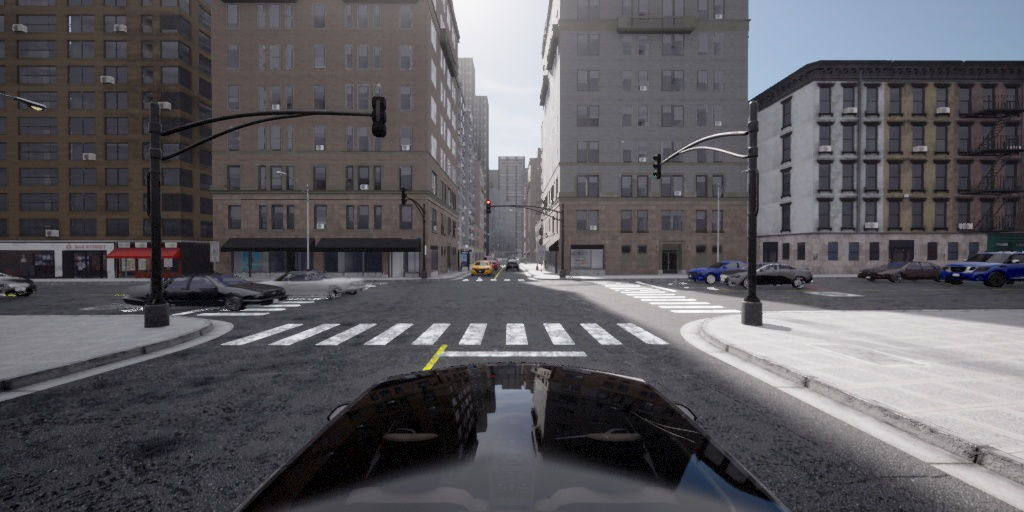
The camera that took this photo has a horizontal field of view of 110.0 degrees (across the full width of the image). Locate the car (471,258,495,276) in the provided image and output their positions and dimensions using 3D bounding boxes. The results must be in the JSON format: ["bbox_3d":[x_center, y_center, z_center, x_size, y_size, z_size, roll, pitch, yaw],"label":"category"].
[{"bbox_3d":[-3.119,1.233,37.576,1.882,1.535,5.008,0,0,0],"label":"car"}]

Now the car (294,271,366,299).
[{"bbox_3d":[-9.770,1.397,17.594,4.718,1.301,1.895,-1,0,0],"label":"car"}]

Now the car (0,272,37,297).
[{"bbox_3d":[-26.440,1.374,17.503,4.902,1.511,2.128,0,1,0],"label":"car"}]

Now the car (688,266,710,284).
[{"bbox_3d":[14.647,1.076,24.420,5.008,1.535,1.882,0,1,0],"label":"car"}]

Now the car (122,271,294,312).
[{"bbox_3d":[-12.109,1.399,14.328,5.357,1.411,2.033,0,1,0],"label":"car"}]

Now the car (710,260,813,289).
[{"bbox_3d":[14.885,1.123,21.171,4.902,1.511,2.128,0,1,0],"label":"car"}]

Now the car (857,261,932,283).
[{"bbox_3d":[26.965,1.061,24.484,5.357,1.411,2.033,0,1,0],"label":"car"}]

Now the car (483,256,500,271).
[{"bbox_3d":[-3.127,0.984,50.023,2.150,2.045,5.566,0,0,0],"label":"car"}]

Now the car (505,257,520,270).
[{"bbox_3d":[0.065,1.271,52.543,1.837,1.490,4.892,0,0,0],"label":"car"}]

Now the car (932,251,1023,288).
[{"bbox_3d":[29.061,0.757,21.240,5.566,2.045,2.150,0,1,0],"label":"car"}]
